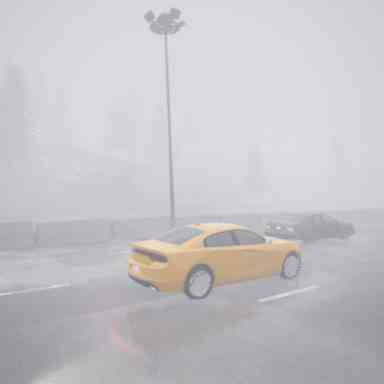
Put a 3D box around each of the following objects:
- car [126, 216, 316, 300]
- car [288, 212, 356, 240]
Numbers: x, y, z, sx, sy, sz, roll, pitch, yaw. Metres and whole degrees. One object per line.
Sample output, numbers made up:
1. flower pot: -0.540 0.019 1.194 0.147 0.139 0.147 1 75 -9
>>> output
1. car: 0.803 1.547 8.622 5.008 1.535 1.882 1 -1 -36
2. car: 5.970 1.730 16.616 5.357 1.411 2.033 1 -1 -36
